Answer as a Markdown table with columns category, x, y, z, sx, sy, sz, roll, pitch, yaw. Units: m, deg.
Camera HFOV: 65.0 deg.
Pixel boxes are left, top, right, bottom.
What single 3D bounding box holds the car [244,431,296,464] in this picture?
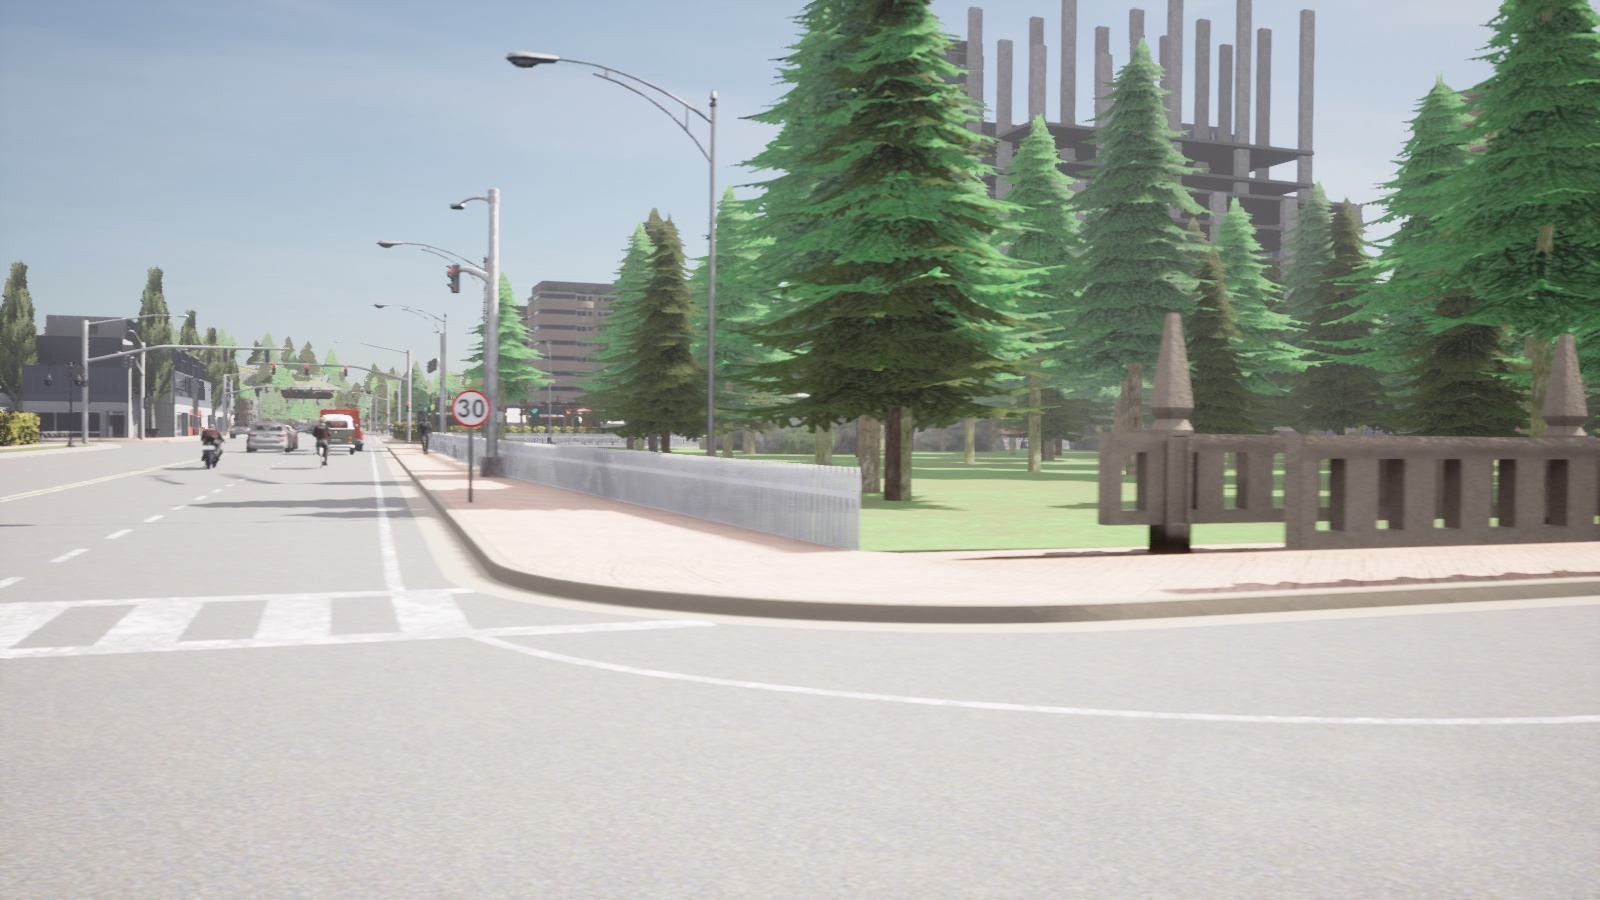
| category | x | y | z | sx | sy | sz | roll | pitch | yaw |
| --- | --- | --- | --- | --- | --- | --- | --- | --- | --- |
| car | -28.868 | -0.161 | 68.530 | 2.242 | 1.667 | 4.611 | -1 | 1 | -19 |

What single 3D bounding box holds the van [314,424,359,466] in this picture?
| category | x | y | z | sx | sy | sz | roll | pitch | yaw |
| --- | --- | --- | --- | --- | --- | --- | --- | --- | --- |
| van | -23.899 | -0.276 | 64.860 | 2.069 | 2.038 | 4.480 | -1 | 1 | -19 |

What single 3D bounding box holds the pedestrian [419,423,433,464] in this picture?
| category | x | y | z | sx | sy | sz | roll | pitch | yaw |
| --- | --- | --- | --- | --- | --- | --- | --- | --- | --- |
| pedestrian | -17.578 | -0.313 | 58.998 | 0.563 | 1.883 | 0.849 | -1 | 1 | -19 |

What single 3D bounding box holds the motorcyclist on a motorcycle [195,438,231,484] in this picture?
| category | x | y | z | sx | sy | sz | roll | pitch | yaw |
| --- | --- | --- | --- | --- | --- | --- | --- | --- | --- |
| motorcyclist on a motorcycle | -19.974 | 0.353 | 42.751 | 0.866 | 1.530 | 2.191 | -1 | 1 | -19 |

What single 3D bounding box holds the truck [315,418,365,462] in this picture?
| category | x | y | z | sx | sy | sz | roll | pitch | yaw |
| --- | --- | --- | --- | --- | --- | --- | --- | --- | --- |
| truck | -26.950 | -0.596 | 73.689 | 2.627 | 2.467 | 5.204 | -1 | 1 | -19 |
